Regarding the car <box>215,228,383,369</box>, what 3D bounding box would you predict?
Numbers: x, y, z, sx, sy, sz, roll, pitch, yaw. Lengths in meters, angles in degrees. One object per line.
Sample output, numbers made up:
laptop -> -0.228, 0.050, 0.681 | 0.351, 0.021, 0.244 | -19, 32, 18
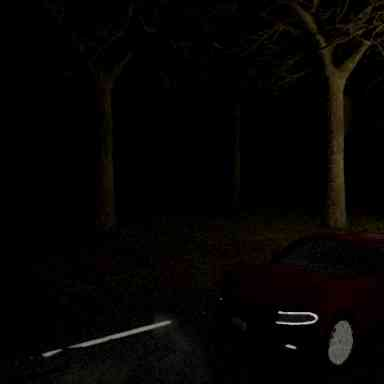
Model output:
car -> 2.659, 1.467, 5.887 | 5.008, 1.535, 1.882 | 0, 0, -35
